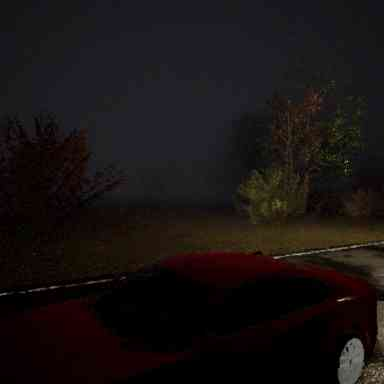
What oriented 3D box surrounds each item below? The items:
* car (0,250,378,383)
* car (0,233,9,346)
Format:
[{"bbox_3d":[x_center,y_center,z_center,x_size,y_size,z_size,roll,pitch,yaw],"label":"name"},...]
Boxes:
[{"bbox_3d":[0.152,1.493,3.772,5.008,1.535,1.882,2,1,-35],"label":"car"},{"bbox_3d":[-5.040,1.358,4.082,4.674,1.442,1.812,2,1,-35],"label":"car"}]
